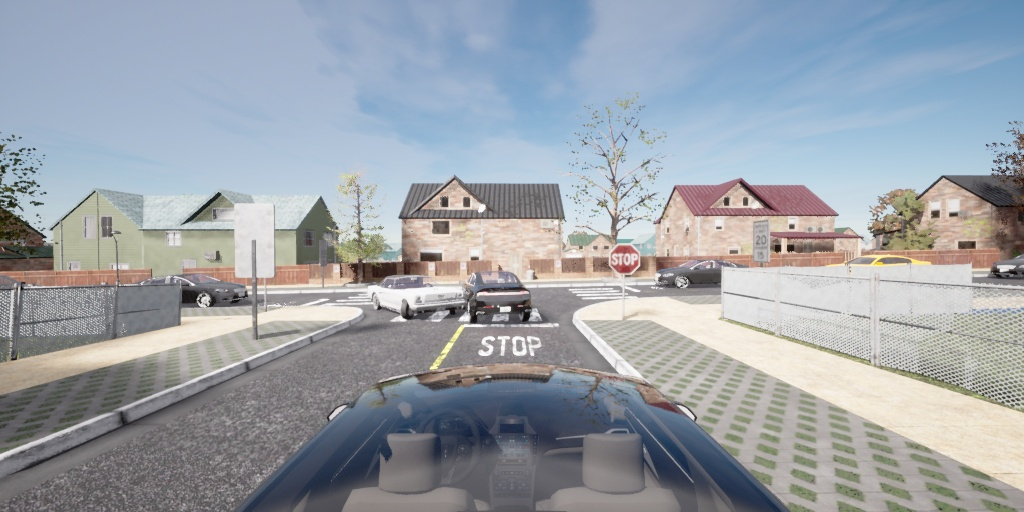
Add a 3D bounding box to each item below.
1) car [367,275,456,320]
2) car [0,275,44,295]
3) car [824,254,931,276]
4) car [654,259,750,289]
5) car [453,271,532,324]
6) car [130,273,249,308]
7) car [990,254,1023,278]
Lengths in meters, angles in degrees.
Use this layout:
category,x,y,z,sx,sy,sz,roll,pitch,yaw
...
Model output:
category,x,y,z,sx,sy,sz,roll,pitch,yaw
car,-3.601,1.368,12.996,1.895,1.301,4.718,0,0,-38
car,-24.239,1.648,16.451,4.553,1.767,2.097,-1,1,0
car,19.762,0.691,19.581,5.008,1.535,1.882,-1,1,-1
car,10.331,0.926,19.545,4.902,1.511,2.128,-1,1,0
car,-0.685,1.243,12.137,2.128,1.511,4.902,0,0,-12
car,-14.902,1.566,16.492,4.902,1.511,2.128,-1,1,0
car,29.386,0.479,19.618,4.902,1.511,2.128,-1,1,0
